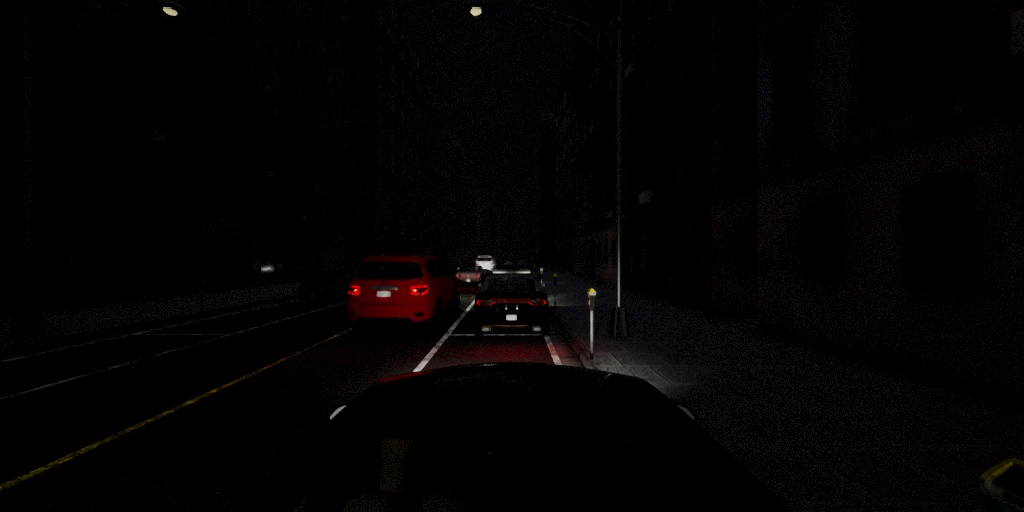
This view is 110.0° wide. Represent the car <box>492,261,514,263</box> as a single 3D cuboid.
[{"bbox_3d":[-0.383,1.315,28.035,1.948,1.339,4.313,0,0,0],"label":"car"}]

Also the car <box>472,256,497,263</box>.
[{"bbox_3d":[-2.941,0.966,40.853,2.150,2.045,5.566,0,0,0],"label":"car"}]

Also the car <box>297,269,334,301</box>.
[{"bbox_3d":[-8.408,1.315,17.218,1.948,1.339,4.313,0,0,0],"label":"car"}]

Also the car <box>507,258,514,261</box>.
[{"bbox_3d":[-0.383,1.269,39.031,1.751,1.417,4.829,0,0,0],"label":"car"}]

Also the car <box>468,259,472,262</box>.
[{"bbox_3d":[-5.855,1.236,37.786,2.128,1.511,4.902,0,0,0],"label":"car"}]

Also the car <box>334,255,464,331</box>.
[{"bbox_3d":[-3.025,0.974,11.144,2.150,2.045,5.566,0,0,0],"label":"car"}]

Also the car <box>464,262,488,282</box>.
[{"bbox_3d":[-2.940,1.350,26.391,1.895,1.301,4.718,0,0,0],"label":"car"}]

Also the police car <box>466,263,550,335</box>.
[{"bbox_3d":[-0.012,1.175,10.610,1.930,1.638,5.238,0,0,0],"label":"police car"}]
